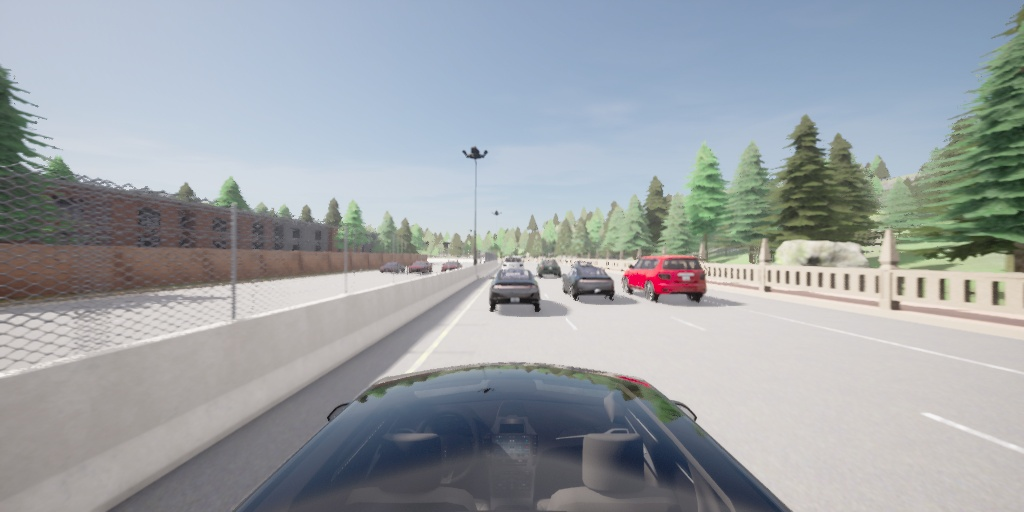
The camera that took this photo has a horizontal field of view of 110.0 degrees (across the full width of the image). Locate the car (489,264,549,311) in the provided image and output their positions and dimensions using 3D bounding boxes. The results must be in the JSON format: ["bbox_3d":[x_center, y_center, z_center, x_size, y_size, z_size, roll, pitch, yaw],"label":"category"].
[{"bbox_3d":[0.102,1.269,14.486,2.128,1.511,4.902,0,0,0],"label":"car"}]

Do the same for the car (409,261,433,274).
[{"bbox_3d":[-10.577,1.309,41.881,1.882,1.535,5.008,0,0,0],"label":"car"}]

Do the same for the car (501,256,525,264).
[{"bbox_3d":[0.105,1.046,36.606,2.150,2.045,5.566,0,0,0],"label":"car"}]

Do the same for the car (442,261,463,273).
[{"bbox_3d":[-7.076,1.312,42.687,1.882,1.535,5.008,0,0,0],"label":"car"}]

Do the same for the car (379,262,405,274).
[{"bbox_3d":[-14.075,1.396,42.398,1.994,1.385,4.181,0,0,0],"label":"car"}]

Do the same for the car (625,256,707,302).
[{"bbox_3d":[7.100,1.007,17.291,2.150,2.045,5.566,0,0,0],"label":"car"}]

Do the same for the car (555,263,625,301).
[{"bbox_3d":[3.602,1.276,17.544,2.128,1.511,4.902,0,0,0],"label":"car"}]

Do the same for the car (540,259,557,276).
[{"bbox_3d":[3.604,1.173,35.818,2.097,1.767,4.553,0,0,0],"label":"car"}]
